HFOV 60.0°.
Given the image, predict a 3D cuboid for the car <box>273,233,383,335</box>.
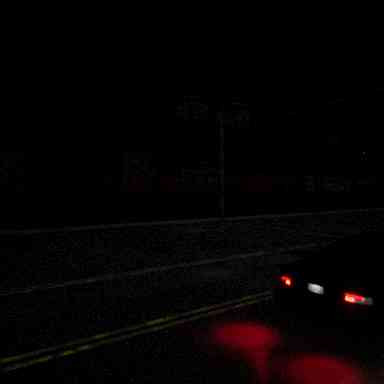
[{"bbox_3d":[3.966,1.544,6.600,5.357,1.411,2.033,0,0,-35],"label":"car"}]
